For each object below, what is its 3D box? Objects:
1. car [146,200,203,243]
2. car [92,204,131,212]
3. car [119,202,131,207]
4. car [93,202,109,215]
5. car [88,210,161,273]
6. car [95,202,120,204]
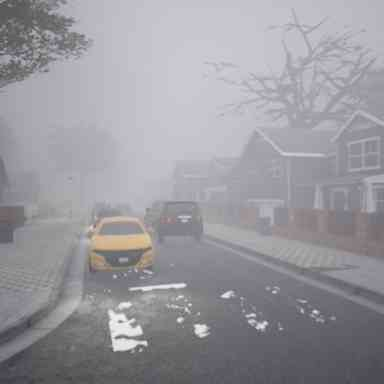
[{"bbox_3d":[-1.110,1.416,17.560,2.150,2.045,5.566,0,-1,-17],"label":"car"},{"bbox_3d":[-5.227,1.766,20.998,1.837,1.490,4.892,0,-1,-17],"label":"car"},{"bbox_3d":[-9.225,2.013,44.272,1.882,1.535,5.008,0,0,-16],"label":"car"},{"bbox_3d":[-11.562,2.037,42.156,1.837,1.490,4.892,0,-1,-16],"label":"car"},{"bbox_3d":[-2.474,1.629,11.551,1.882,1.535,5.008,0,-1,-14],"label":"car"},{"bbox_3d":[-8.093,1.870,30.513,2.128,1.511,4.902,0,-1,-17],"label":"car"}]
